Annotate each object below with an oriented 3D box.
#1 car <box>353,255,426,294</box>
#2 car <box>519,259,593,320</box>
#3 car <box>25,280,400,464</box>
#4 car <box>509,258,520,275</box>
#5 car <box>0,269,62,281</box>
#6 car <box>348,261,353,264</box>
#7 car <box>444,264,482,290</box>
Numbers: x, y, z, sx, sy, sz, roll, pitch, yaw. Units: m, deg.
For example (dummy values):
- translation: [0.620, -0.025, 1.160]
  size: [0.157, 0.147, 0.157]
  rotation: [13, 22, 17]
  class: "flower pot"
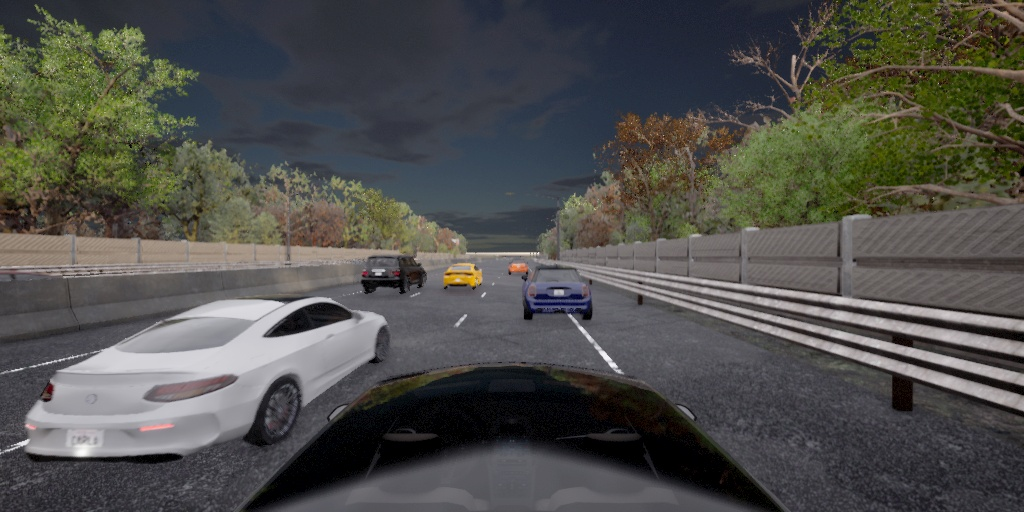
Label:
- translation: [-6.570, 0.974, 20.438]
  size: [2.150, 2.045, 5.566]
  rotation: [0, 0, 1]
  class: "car"
- translation: [1.427, 1.101, 12.733]
  size: [2.097, 1.767, 4.553]
  rotation: [0, 0, 1]
  class: "car"
- translation: [-3.329, 1.274, 5.132]
  size: [1.812, 1.442, 4.674]
  rotation: [0, 0, 1]
  class: "car"
- translation: [0.728, 1.111, 39.705]
  size: [2.097, 1.767, 4.553]
  rotation: [0, 0, 1]
  class: "car"
- translation: [-17.416, 1.228, 11.727]
  size: [1.882, 1.535, 5.008]
  rotation: [0, 0, 1]
  class: "car"
- translation: [-23.636, 1.266, 55.517]
  size: [2.128, 1.511, 4.902]
  rotation: [0, 0, 1]
  class: "car"
- translation: [-3.023, 1.231, 22.818]
  size: [1.882, 1.535, 5.008]
  rotation: [0, 0, 1]
  class: "car"
